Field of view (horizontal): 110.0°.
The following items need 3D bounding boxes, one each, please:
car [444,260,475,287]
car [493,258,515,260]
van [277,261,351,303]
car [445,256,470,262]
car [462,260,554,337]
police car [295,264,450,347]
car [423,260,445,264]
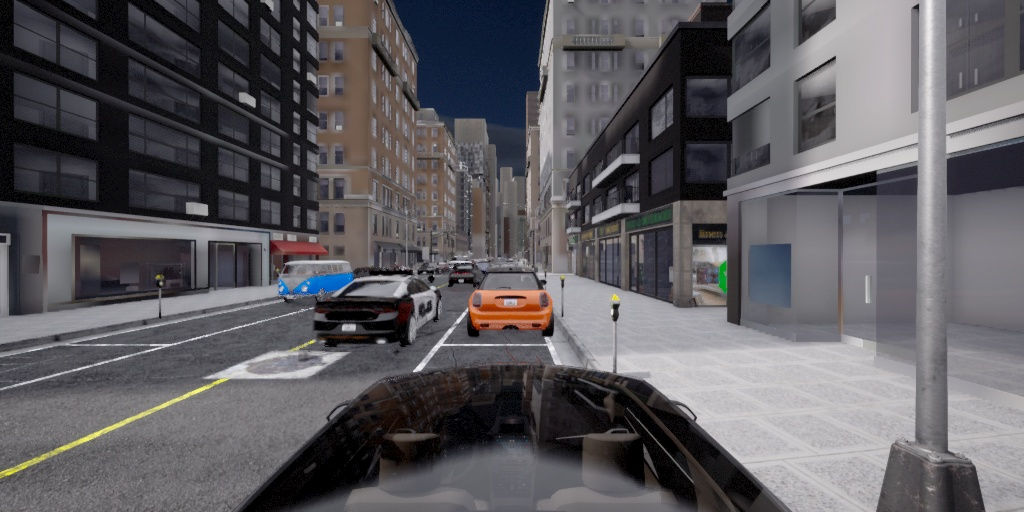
[{"bbox_3d":[-3.075,1.257,24.291,1.837,1.490,4.892,0,0,0],"label":"car"},{"bbox_3d":[-0.288,1.193,27.330,1.967,1.591,4.097,0,0,0],"label":"car"},{"bbox_3d":[-8.813,1.091,16.328,1.690,1.789,3.998,0,0,0],"label":"van"},{"bbox_3d":[-6.208,0.982,43.152,2.150,2.045,5.566,0,0,1],"label":"car"},{"bbox_3d":[-0.033,1.103,10.470,2.097,1.767,4.553,0,0,0],"label":"car"},{"bbox_3d":[-3.146,1.175,9.509,1.930,1.638,5.238,0,0,0],"label":"police car"},{"bbox_3d":[-8.813,1.322,38.333,1.948,1.339,4.313,0,0,0],"label":"car"}]
